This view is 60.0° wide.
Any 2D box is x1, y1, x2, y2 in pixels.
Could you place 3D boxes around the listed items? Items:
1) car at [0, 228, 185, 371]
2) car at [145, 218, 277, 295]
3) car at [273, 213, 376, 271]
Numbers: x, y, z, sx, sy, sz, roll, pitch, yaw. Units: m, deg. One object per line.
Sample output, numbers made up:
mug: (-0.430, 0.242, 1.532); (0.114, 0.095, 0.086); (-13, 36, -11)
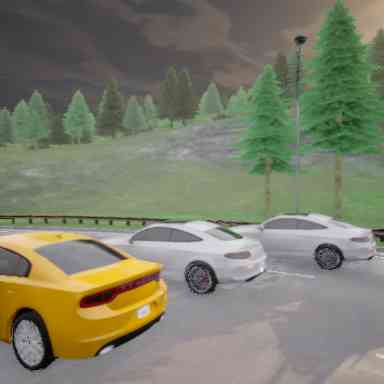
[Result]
car: (-2.803, 1.421, 5.585); (5.008, 1.535, 1.882); (0, 0, 29)
car: (-0.521, 1.417, 8.287); (4.674, 1.442, 1.812); (0, 0, 29)
car: (3.000, 1.365, 10.256); (4.674, 1.442, 1.812); (0, 1, 32)
